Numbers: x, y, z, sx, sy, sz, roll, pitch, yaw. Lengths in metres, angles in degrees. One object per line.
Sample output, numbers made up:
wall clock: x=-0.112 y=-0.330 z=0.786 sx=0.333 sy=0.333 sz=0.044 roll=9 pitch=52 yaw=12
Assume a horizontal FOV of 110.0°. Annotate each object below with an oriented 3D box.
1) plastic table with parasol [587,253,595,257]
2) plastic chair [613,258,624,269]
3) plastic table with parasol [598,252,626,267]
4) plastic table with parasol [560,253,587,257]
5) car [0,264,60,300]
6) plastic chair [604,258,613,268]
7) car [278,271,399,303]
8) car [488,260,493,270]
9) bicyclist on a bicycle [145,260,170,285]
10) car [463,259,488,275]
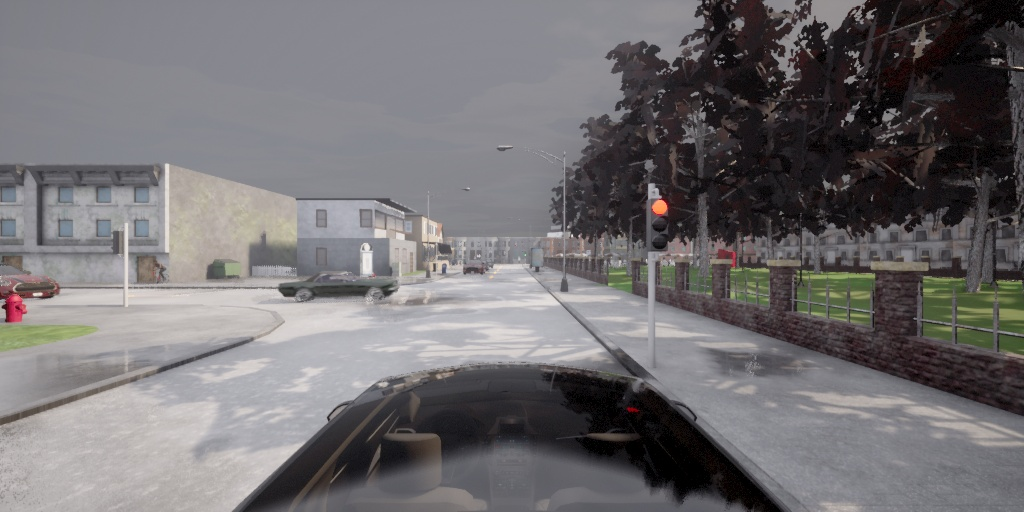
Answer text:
plastic table with parasol: x=14.655 y=0.673 z=63.244 sx=2.482 sy=2.480 sz=2.482 roll=0 pitch=0 yaw=-42
plastic chair: x=16.012 y=1.296 z=54.032 sx=0.750 sy=1.272 sz=0.730 roll=0 pitch=0 yaw=-40
plastic table with parasol: x=15.279 y=0.694 z=55.030 sx=2.482 sy=2.480 sz=2.482 roll=0 pitch=0 yaw=-40
plastic table with parasol: x=9.959 y=0.684 z=57.767 sx=2.482 sy=2.480 sz=2.482 roll=0 pitch=0 yaw=-40
car: x=-23.076 y=1.101 z=15.756 sx=4.553 sy=1.767 sz=2.097 roll=0 pitch=0 yaw=0
plastic chair: x=14.306 y=1.306 z=54.128 sx=0.730 sy=1.272 sz=0.750 roll=0 pitch=0 yaw=-35
car: x=-7.608 y=1.351 z=16.222 sx=4.718 sy=1.301 sz=1.895 roll=0 pitch=0 yaw=-9
car: x=-4.108 y=1.297 z=49.052 sx=2.033 sy=1.411 sz=5.357 roll=0 pitch=0 yaw=0
bicyclist on a bicycle: x=-23.866 y=1.098 z=24.154 sx=0.582 sy=1.620 sz=1.656 roll=0 pitch=0 yaw=0
car: x=-4.108 y=1.102 z=39.537 sx=2.097 sy=1.767 sz=4.553 roll=0 pitch=0 yaw=0
